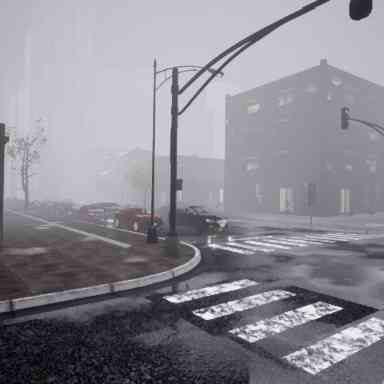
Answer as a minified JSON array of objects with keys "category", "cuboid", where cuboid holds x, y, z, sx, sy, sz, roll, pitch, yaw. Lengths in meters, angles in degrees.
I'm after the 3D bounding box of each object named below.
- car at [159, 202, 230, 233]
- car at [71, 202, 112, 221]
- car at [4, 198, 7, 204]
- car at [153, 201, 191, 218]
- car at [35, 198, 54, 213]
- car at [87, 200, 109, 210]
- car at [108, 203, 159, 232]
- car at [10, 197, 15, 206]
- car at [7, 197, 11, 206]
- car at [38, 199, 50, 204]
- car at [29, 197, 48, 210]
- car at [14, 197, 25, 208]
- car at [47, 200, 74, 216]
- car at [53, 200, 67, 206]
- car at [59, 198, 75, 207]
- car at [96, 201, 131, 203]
[{"category":"car","cuboid":[0.282,1.593,20.358,2.128,1.511,4.902,1,-1,-35]},{"category":"car","cuboid":[-8.548,1.730,28.232,1.802,1.307,4.206,1,-1,-35]},{"category":"car","cuboid":[-38.399,1.930,71.173,2.192,1.841,5.009,1,-1,-35]},{"category":"car","cuboid":[-2.096,1.762,34.083,1.967,1.590,4.097,1,-1,-35]},{"category":"car","cuboid":[-18.002,1.843,41.811,2.008,1.369,4.403,1,-1,-35]},{"category":"car","cuboid":[-14.780,2.039,52.124,1.752,1.417,4.829,1,-1,-35]},{"category":"car","cuboid":[-3.390,1.616,20.855,1.887,1.381,4.507,1,-1,-35]},{"category":"car","cuboid":[-32.060,2.081,62.100,1.947,1.339,4.313,1,-1,-35]},{"category":"car","cuboid":[-35.230,2.131,66.635,1.947,1.339,4.313,1,-1,-35]},{"category":"car","cuboid":[-37.967,2.403,85.177,1.752,1.417,4.829,1,-1,-35]},{"category":"car","cuboid":[-22.678,1.891,48.572,1.752,1.417,4.829,1,-1,-35]},{"category":"car","cuboid":[-29.072,2.012,57.812,1.887,1.381,4.507,1,-1,-35]},{"category":"car","cuboid":[-13.704,1.792,35.610,1.947,1.339,4.313,1,-1,-35]},{"category":"car","cuboid":[-28.360,2.307,71.432,1.802,1.307,4.206,1,-1,-35]},{"category":"car","cuboid":[-25.191,2.115,66.899,1.967,1.590,4.097,1,-1,-35]},{"category":"car","cuboid":[-8.003,1.729,32.218,1.837,1.490,4.892,1,-1,-35]}]
